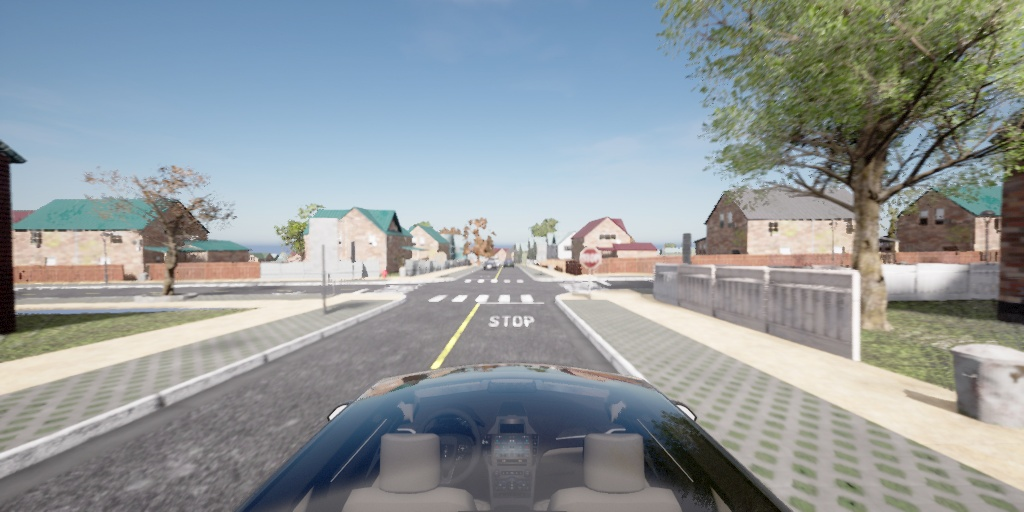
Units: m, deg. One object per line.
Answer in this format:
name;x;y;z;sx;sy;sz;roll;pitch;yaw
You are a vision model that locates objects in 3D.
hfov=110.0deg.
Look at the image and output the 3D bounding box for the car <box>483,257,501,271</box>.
car;-3.182;1.334;52.357;2.128;1.511;4.902;0;0;0
